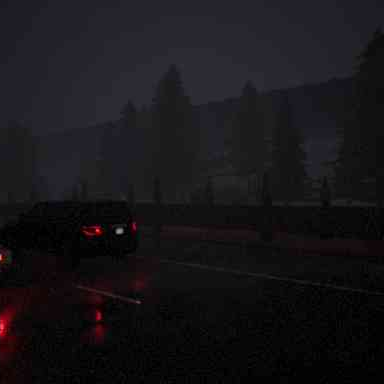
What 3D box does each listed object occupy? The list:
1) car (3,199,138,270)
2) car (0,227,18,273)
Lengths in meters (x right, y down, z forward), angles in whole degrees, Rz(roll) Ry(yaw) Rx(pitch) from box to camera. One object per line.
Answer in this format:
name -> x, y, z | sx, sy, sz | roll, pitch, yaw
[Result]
car -> -4.301, 1.253, 11.361 | 5.566, 2.045, 2.150 | 0, 0, 36
car -> -6.853, 1.634, 8.890 | 4.718, 1.301, 1.895 | 0, 0, 36
